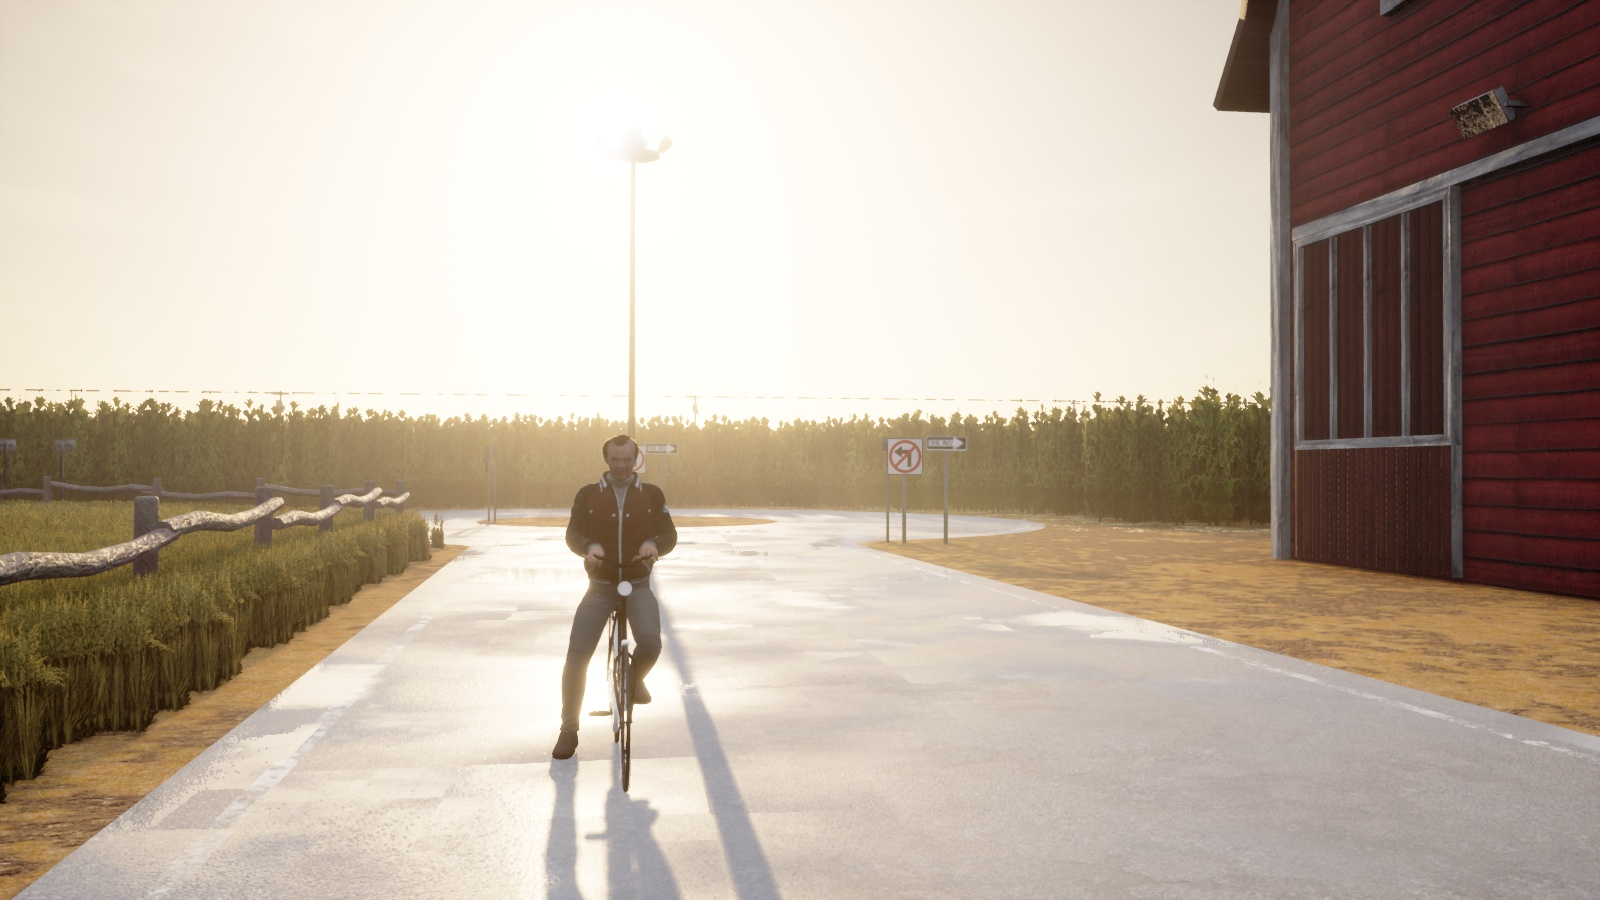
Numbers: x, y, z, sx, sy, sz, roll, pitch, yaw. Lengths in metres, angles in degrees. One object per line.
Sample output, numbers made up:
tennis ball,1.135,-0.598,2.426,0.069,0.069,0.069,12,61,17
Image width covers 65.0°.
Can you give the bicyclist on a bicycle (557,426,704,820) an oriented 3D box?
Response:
bicyclist on a bicycle,-0.938,0.800,6.644,0.659,1.776,1.843,0,-1,-10
